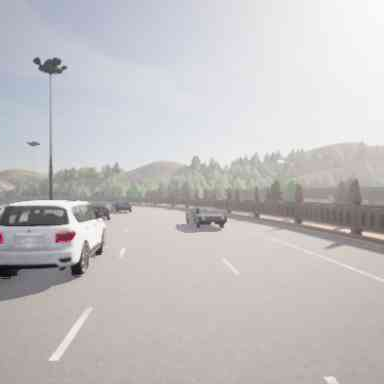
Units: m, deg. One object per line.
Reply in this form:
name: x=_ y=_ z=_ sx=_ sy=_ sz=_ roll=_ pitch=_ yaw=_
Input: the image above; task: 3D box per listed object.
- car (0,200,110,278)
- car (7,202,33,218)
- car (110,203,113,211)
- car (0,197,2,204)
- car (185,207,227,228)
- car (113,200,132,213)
car: x=-4.171 y=1.274 z=10.578 sx=2.150 sy=2.045 sz=5.566 roll=0 pitch=0 yaw=-6
car: x=-17.559 y=1.787 z=34.157 sx=1.895 sy=1.301 sz=4.718 roll=0 pitch=0 yaw=-22
car: x=-8.428 y=1.638 z=29.953 sx=1.837 sy=1.490 sz=4.892 roll=0 pitch=0 yaw=-17
car: x=-40.558 y=1.744 z=67.819 sx=5.008 sy=1.535 sz=1.882 roll=0 pitch=0 yaw=43
car: x=0.829 y=1.671 z=22.700 sx=1.895 sy=1.301 sz=4.718 roll=0 pitch=0 yaw=-12
car: x=-8.640 y=1.659 z=40.390 sx=2.128 sy=1.511 sz=4.902 roll=0 pitch=0 yaw=-23
